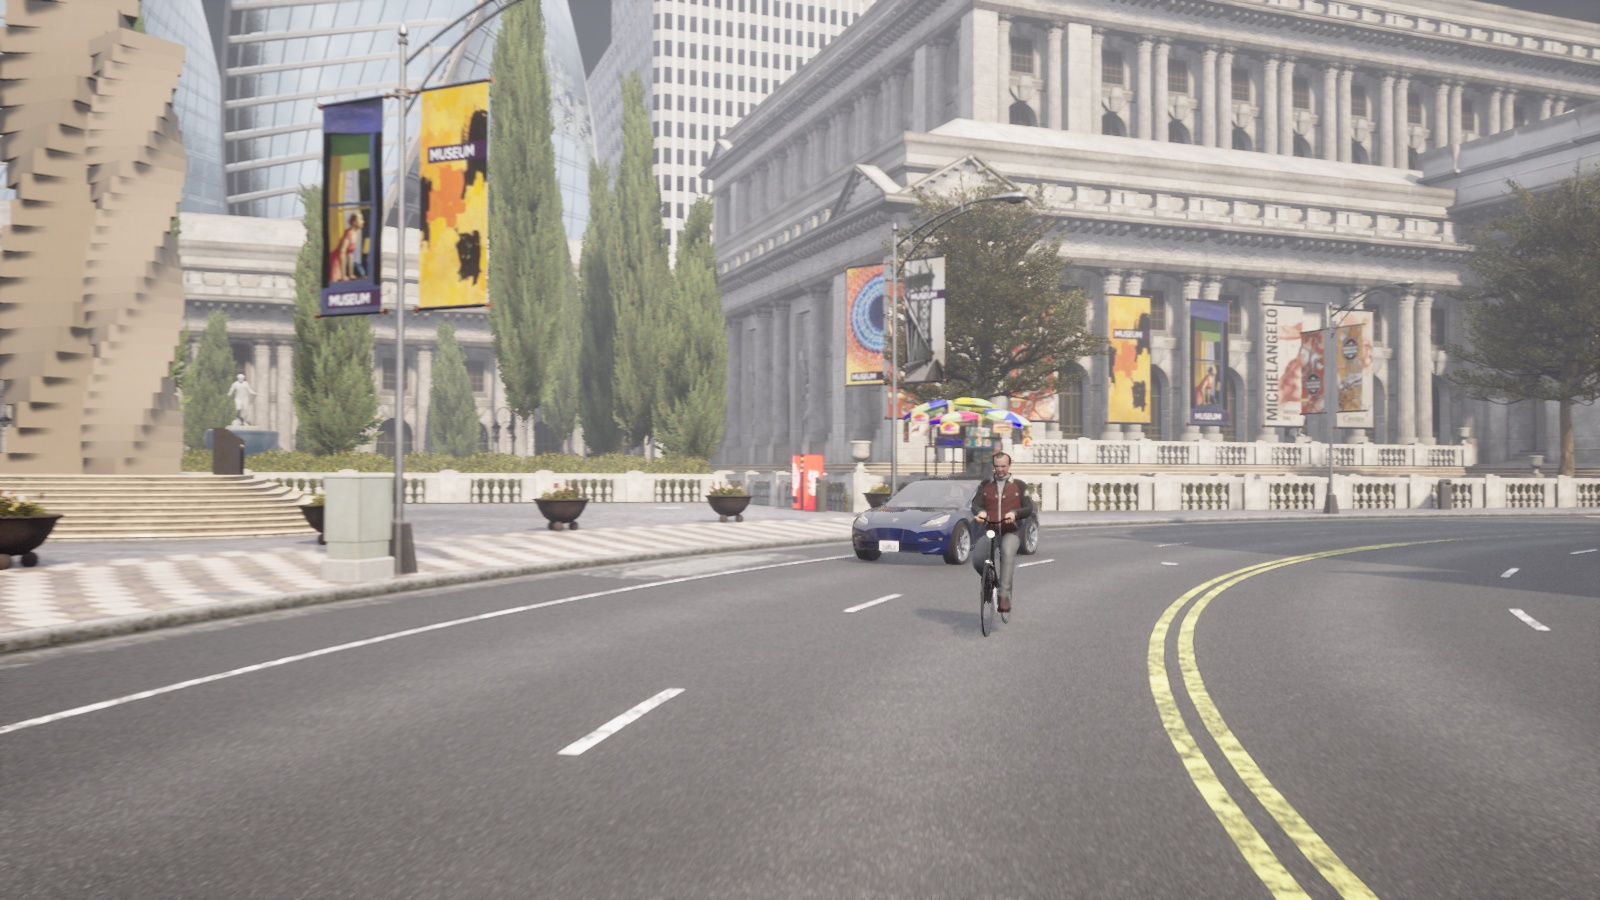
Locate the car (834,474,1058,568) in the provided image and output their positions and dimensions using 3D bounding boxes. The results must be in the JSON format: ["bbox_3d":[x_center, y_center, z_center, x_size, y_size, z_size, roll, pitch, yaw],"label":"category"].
[{"bbox_3d":[2.779,1.188,22.784,2.163,1.488,4.792,-1,-1,32],"label":"car"}]

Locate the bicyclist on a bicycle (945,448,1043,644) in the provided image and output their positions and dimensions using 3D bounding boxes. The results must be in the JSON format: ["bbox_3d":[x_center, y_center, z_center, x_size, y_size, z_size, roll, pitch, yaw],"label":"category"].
[{"bbox_3d":[1.940,0.886,12.339,0.659,1.776,1.843,0,-1,18],"label":"bicyclist on a bicycle"}]
